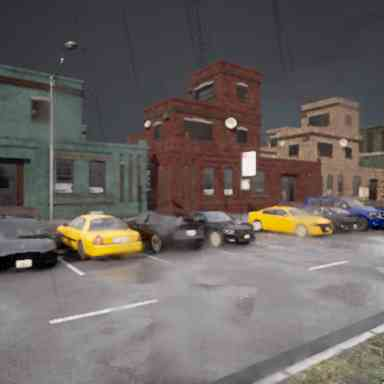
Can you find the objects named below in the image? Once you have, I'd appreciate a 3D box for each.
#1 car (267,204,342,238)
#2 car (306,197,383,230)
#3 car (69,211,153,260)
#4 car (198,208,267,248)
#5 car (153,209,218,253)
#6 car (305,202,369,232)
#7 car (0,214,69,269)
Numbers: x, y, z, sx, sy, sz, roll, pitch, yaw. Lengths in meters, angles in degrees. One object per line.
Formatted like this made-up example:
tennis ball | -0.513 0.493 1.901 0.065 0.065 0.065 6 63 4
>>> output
car | 5.437 1.595 18.929 2.097 1.535 5.008 1 0 -35
car | 9.988 1.387 22.124 2.435 2.045 5.566 1 0 -35
car | -3.733 1.503 12.656 1.946 1.575 5.366 1 0 -35
car | 0.808 1.550 15.645 2.097 1.535 5.008 1 0 -35
car | -1.374 1.558 14.132 2.163 1.488 4.792 1 0 -35
car | 7.709 1.617 20.530 2.231 1.521 4.892 1 0 -35
car | -5.879 1.514 10.877 2.163 1.488 4.792 1 0 -35
